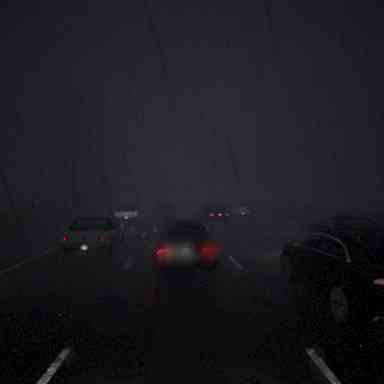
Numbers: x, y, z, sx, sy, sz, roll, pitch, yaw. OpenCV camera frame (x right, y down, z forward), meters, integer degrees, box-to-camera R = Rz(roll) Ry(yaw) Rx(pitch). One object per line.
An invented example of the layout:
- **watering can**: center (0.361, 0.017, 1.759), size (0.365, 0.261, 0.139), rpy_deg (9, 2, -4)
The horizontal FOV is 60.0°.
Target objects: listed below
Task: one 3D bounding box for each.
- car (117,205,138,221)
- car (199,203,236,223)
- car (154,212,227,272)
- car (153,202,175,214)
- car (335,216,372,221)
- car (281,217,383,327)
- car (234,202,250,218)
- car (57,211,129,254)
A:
- **car**: center (-5.770, 1.833, 29.800), size (1.895, 1.301, 4.718), rpy_deg (0, 0, -8)
- **car**: center (1.713, 1.740, 26.891), size (2.033, 1.411, 5.357), rpy_deg (0, 0, -8)
- **car**: center (-0.294, 1.630, 11.137), size (2.033, 1.411, 5.357), rpy_deg (0, 0, -3)
- **car**: center (-2.772, 1.726, 33.109), size (1.882, 1.535, 5.008), rpy_deg (0, 0, -9)
- **car**: center (6.500, 1.690, 14.317), size (1.895, 1.301, 4.718), rpy_deg (0, 0, -4)
- **car**: center (3.361, 1.536, 7.095), size (2.128, 1.511, 4.902), rpy_deg (0, 0, -2)
- **car**: center (4.339, 1.756, 32.953), size (1.812, 1.442, 4.674), rpy_deg (0, 0, -9)
- **car**: center (-4.011, 1.714, 14.097), size (1.895, 1.301, 4.718), rpy_deg (0, 0, -4)
